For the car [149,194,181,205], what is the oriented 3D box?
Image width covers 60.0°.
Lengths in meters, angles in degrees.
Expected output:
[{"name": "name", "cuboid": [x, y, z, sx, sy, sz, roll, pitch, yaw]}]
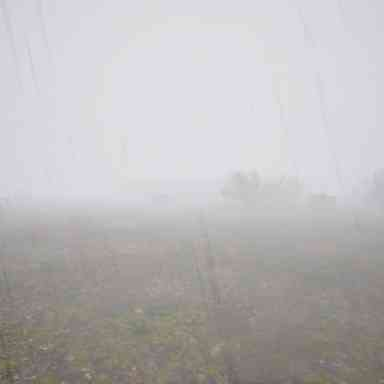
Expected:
[{"name": "car", "cuboid": [-3.709, 0.943, 45.871, 4.674, 1.442, 1.812, -1, 0, -36]}]
